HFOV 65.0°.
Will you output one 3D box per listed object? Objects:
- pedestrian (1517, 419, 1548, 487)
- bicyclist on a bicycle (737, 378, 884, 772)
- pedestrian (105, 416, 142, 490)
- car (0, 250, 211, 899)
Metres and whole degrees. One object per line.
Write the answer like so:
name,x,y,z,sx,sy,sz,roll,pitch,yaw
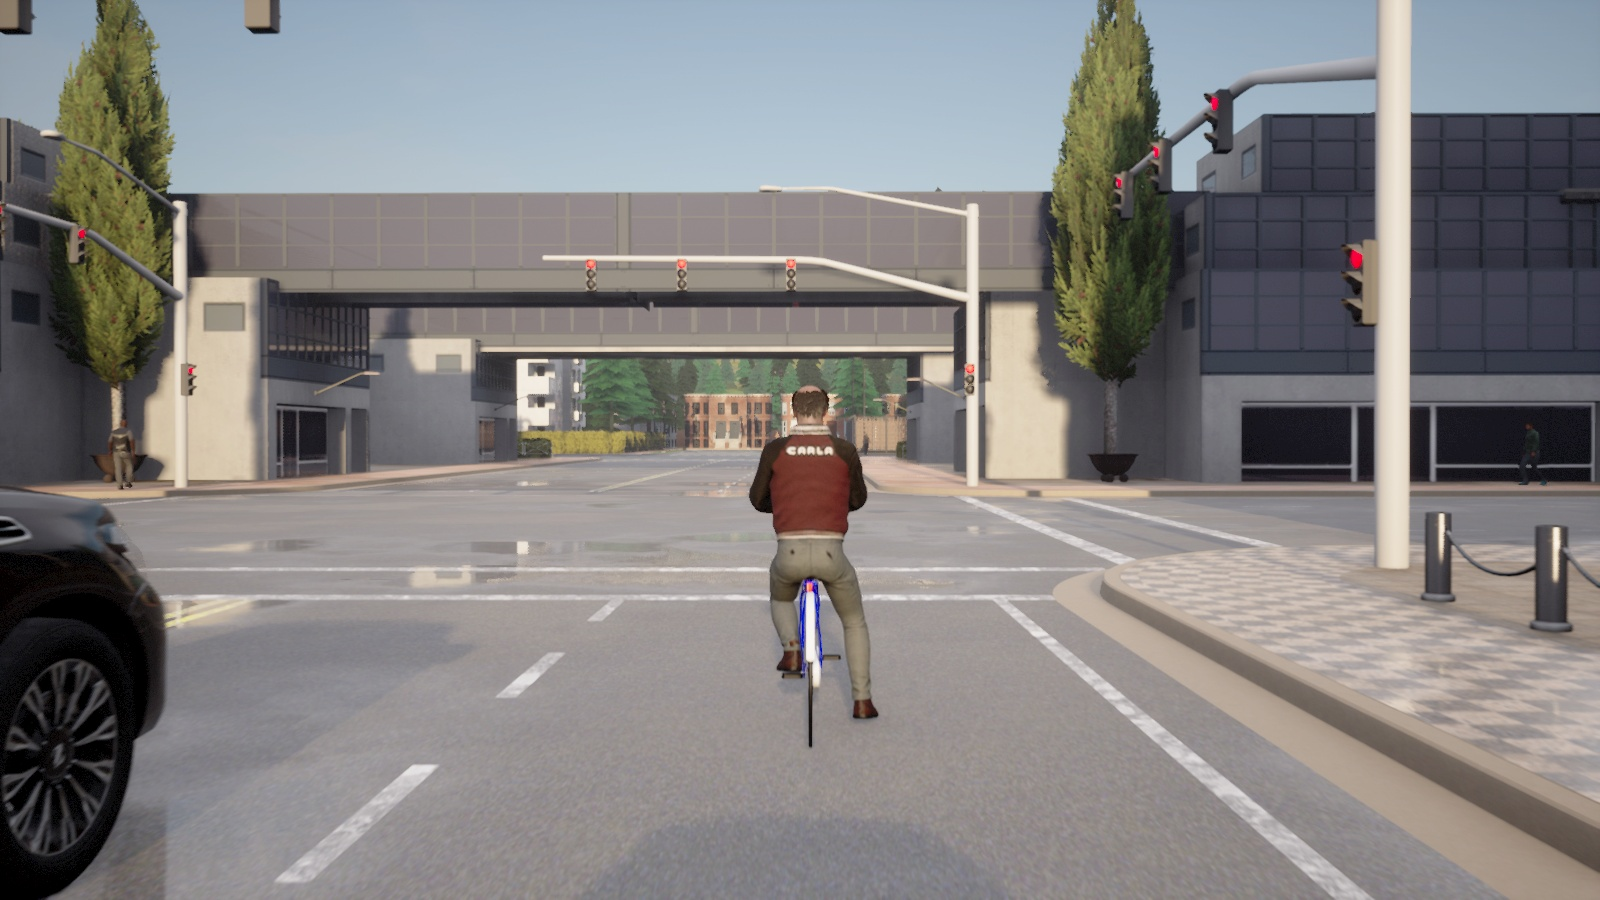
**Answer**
pedestrian,19.833,0.085,34.013,0.614,1.847,0.353,0,1,-2
bicyclist on a bicycle,0.052,0.551,6.569,0.659,1.776,1.843,0,1,0
pedestrian,-17.503,0.070,32.495,0.563,1.883,0.849,0,1,-8
car,-3.472,0.439,2.290,2.150,2.045,5.566,0,1,0
